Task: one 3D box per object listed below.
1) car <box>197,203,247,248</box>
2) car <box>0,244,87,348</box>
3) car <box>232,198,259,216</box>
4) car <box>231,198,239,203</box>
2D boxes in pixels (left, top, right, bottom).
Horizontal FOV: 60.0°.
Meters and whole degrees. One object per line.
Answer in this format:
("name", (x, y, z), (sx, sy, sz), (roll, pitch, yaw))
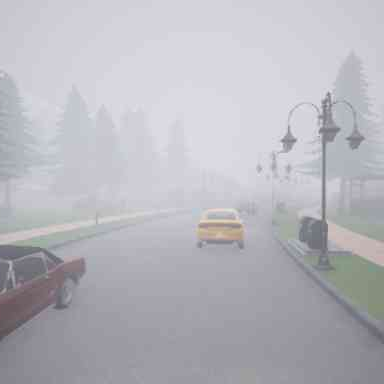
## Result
("car", (1.375, 1.479, 14.987), (1.882, 1.535, 5.008), (0, 0, 8))
("car", (-3.347, 1.589, 5.082), (1.895, 1.301, 4.718), (0, 0, 3))
("car", (5.630, 1.613, 33.382), (1.895, 1.301, 4.718), (0, 0, 18))
("car", (6.802, 1.578, 46.536), (1.994, 1.385, 4.181), (0, 0, 25))
